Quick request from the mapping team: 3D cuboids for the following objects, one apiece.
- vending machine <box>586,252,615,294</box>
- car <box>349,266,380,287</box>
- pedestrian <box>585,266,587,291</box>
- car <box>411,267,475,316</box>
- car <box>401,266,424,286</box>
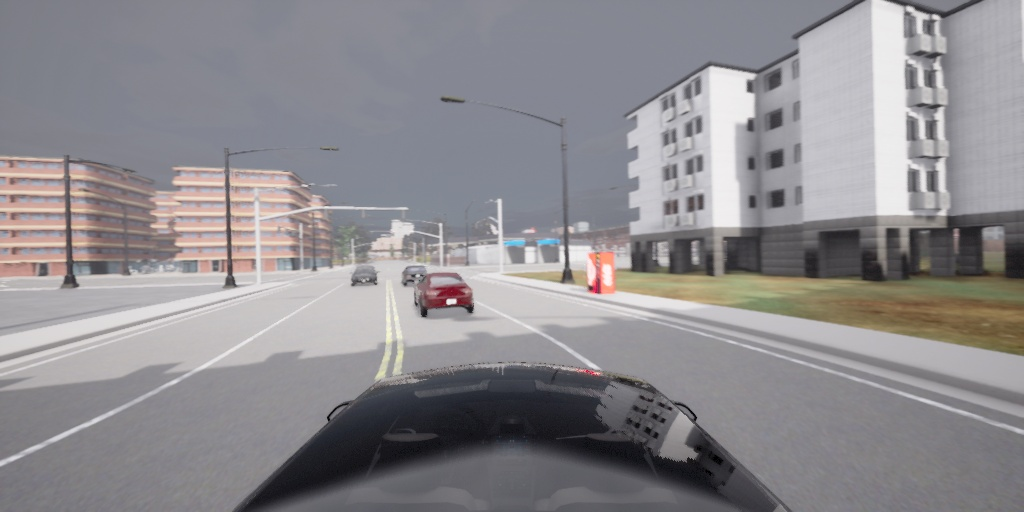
[{"bbox_3d":[4.111,0.797,16.518,1.100,2.100,0.880,0,0,-19],"label":"vending machine"},{"bbox_3d":[-11.455,1.547,28.032,1.837,1.490,4.892,-2,0,-19],"label":"car"},{"bbox_3d":[3.739,1.032,17.497,0.375,1.300,0.375,-2,0,-19],"label":"pedestrian"},{"bbox_3d":[-2.673,1.316,13.686,1.812,1.442,4.674,-2,0,-19],"label":"car"},{"bbox_3d":[-7.262,1.425,26.937,2.033,1.411,5.357,-2,0,-19],"label":"car"}]
